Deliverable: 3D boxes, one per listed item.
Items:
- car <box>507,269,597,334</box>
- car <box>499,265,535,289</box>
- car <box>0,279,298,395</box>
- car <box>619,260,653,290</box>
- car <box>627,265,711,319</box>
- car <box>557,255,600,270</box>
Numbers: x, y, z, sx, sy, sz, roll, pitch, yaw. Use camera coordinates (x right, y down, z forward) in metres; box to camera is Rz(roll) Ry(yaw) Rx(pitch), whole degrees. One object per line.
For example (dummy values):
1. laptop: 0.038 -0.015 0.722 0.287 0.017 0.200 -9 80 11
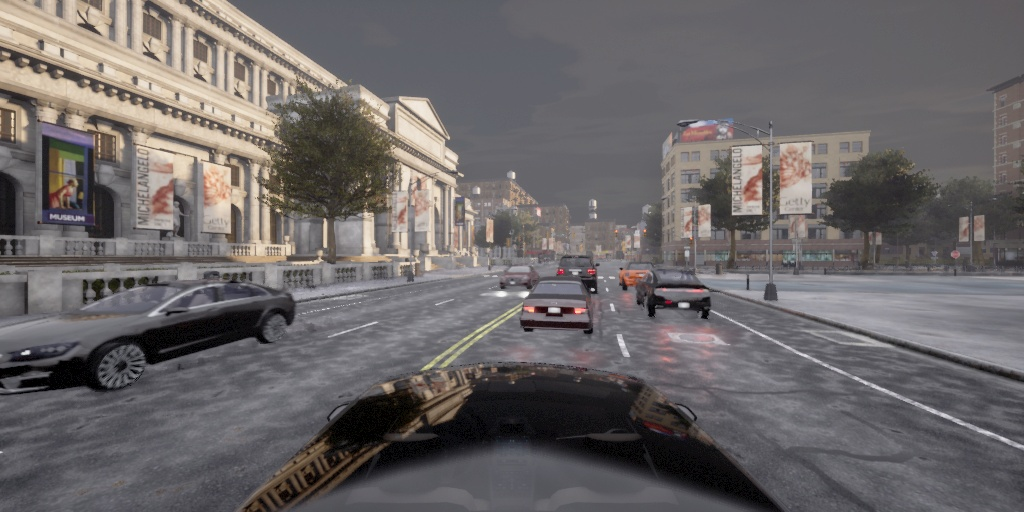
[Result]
1. car: 1.473 1.297 10.734 2.033 1.411 5.357 0 0 11
2. car: 0.582 1.276 22.708 1.812 1.442 4.674 0 0 14
3. car: -6.493 1.241 6.926 2.128 1.511 4.902 0 0 8
4. car: 7.784 1.102 22.157 2.097 1.767 4.553 0 0 13
5. car: 5.628 1.241 12.989 2.128 1.511 4.902 0 0 13
6. car: 3.821 0.971 20.710 2.150 2.045 5.566 0 0 14
